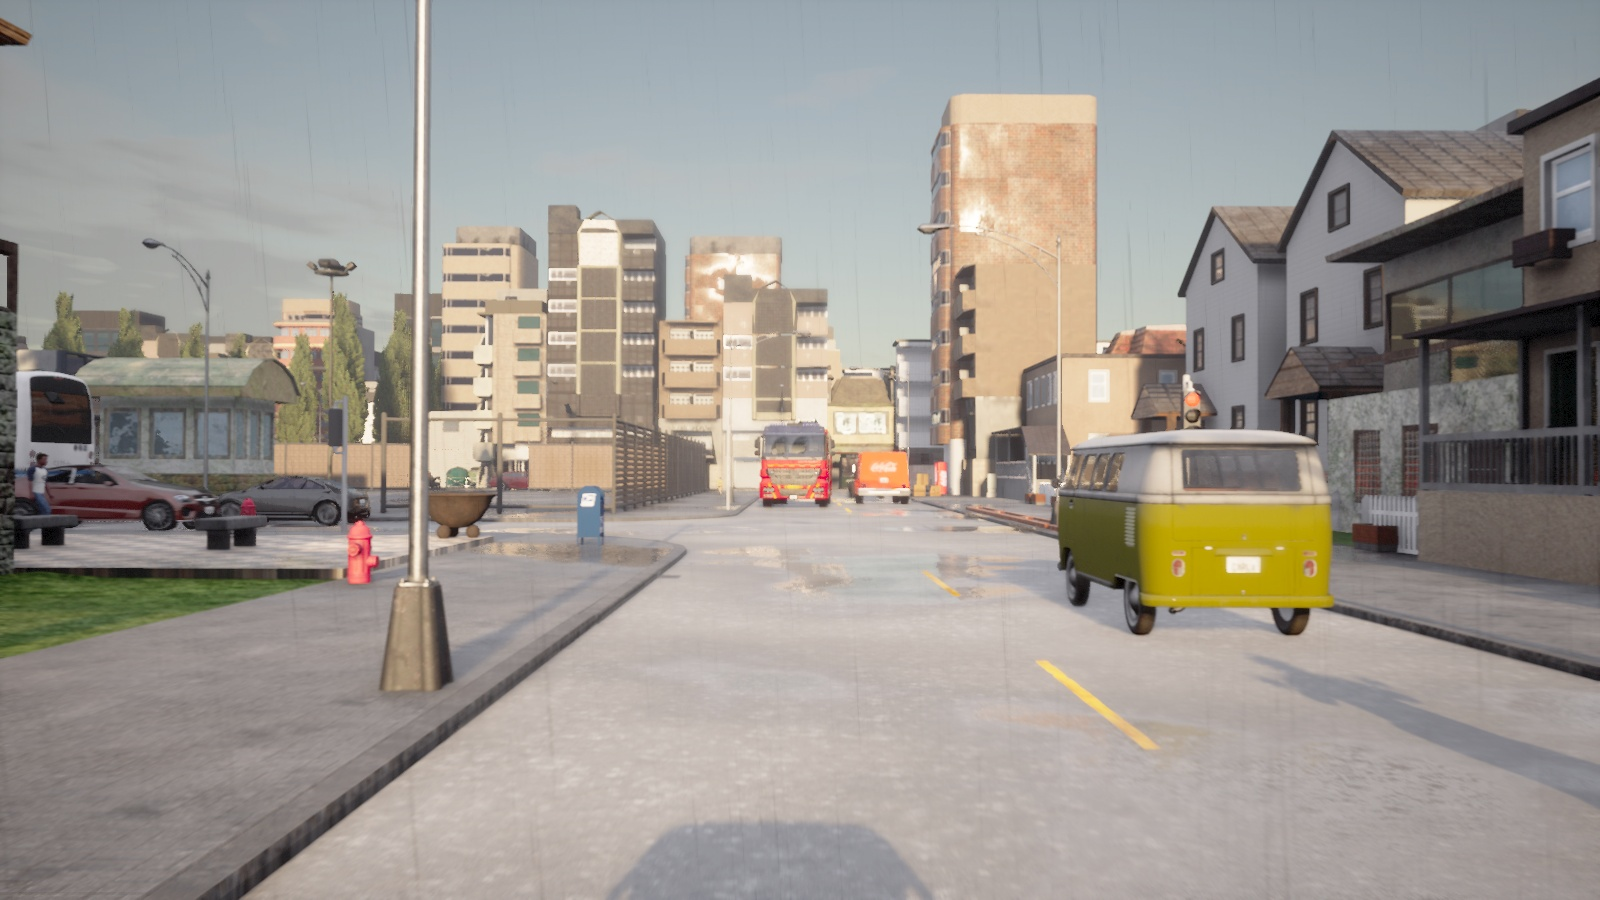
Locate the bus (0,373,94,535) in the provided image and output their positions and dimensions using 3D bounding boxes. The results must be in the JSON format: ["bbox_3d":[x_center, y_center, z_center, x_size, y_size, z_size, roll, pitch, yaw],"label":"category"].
[{"bbox_3d":[-25.999,0.123,35.124,10.273,4.253,3.944,0,-1,2],"label":"bus"}]

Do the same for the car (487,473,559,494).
[{"bbox_3d":[-19.567,2.387,88.757,4.674,1.442,1.812,0,-1,0],"label":"car"}]

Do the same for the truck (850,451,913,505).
[{"bbox_3d":[3.854,1.310,60.290,2.627,2.467,5.204,0,-1,-1],"label":"truck"}]

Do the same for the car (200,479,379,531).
[{"bbox_3d":[-14.218,1.516,35.108,4.181,1.385,1.994,0,-1,2],"label":"car"}]

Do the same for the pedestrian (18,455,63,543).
[{"bbox_3d":[-15.851,1.018,26.217,0.706,1.836,0.354,0,-1,-6],"label":"pedestrian"}]

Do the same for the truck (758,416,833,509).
[{"bbox_3d":[-0.066,0.578,56.071,2.891,3.827,8.468,0,-1,3],"label":"truck"}]

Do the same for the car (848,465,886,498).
[{"bbox_3d":[3.827,1.791,72.221,1.905,1.878,3.866,0,-1,0],"label":"car"}]

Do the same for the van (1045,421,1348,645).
[{"bbox_3d":[3.975,0.773,13.435,1.775,1.987,4.442,0,-1,-1],"label":"van"}]

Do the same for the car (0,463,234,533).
[{"bbox_3d":[-17.058,1.178,31.206,5.027,1.651,2.152,0,-1,0],"label":"car"}]
